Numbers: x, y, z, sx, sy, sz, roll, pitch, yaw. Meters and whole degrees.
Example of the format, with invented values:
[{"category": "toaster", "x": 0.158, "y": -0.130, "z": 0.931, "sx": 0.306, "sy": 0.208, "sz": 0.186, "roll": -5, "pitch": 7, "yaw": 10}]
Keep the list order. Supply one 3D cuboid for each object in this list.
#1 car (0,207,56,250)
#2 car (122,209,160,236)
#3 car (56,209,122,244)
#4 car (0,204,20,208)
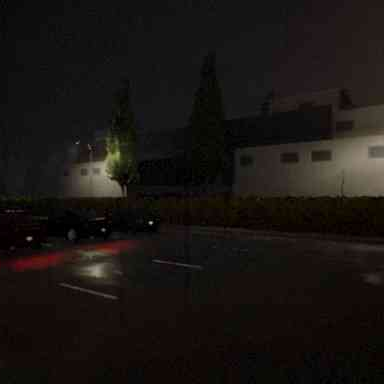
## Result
[{"category": "car", "x": -8.125, "y": 1.615, "z": 13.971, "sx": 5.008, "sy": 1.535, "sz": 1.882, "roll": 0, "pitch": 0, "yaw": 36}, {"category": "car", "x": -3.908, "y": 1.699, "z": 19.559, "sx": 4.181, "sy": 1.385, "sz": 1.994, "roll": -1, "pitch": 0, "yaw": 36}, {"category": "car", "x": -6.100, "y": 1.615, "z": 16.825, "sx": 5.008, "sy": 1.535, "sz": 1.882, "roll": 0, "pitch": 0, "yaw": 36}, {"category": "car", "x": -16.132, "y": 1.769, "z": 28.274, "sx": 4.902, "sy": 1.511, "sz": 2.128, "roll": -1, "pitch": 0, "yaw": 36}]
